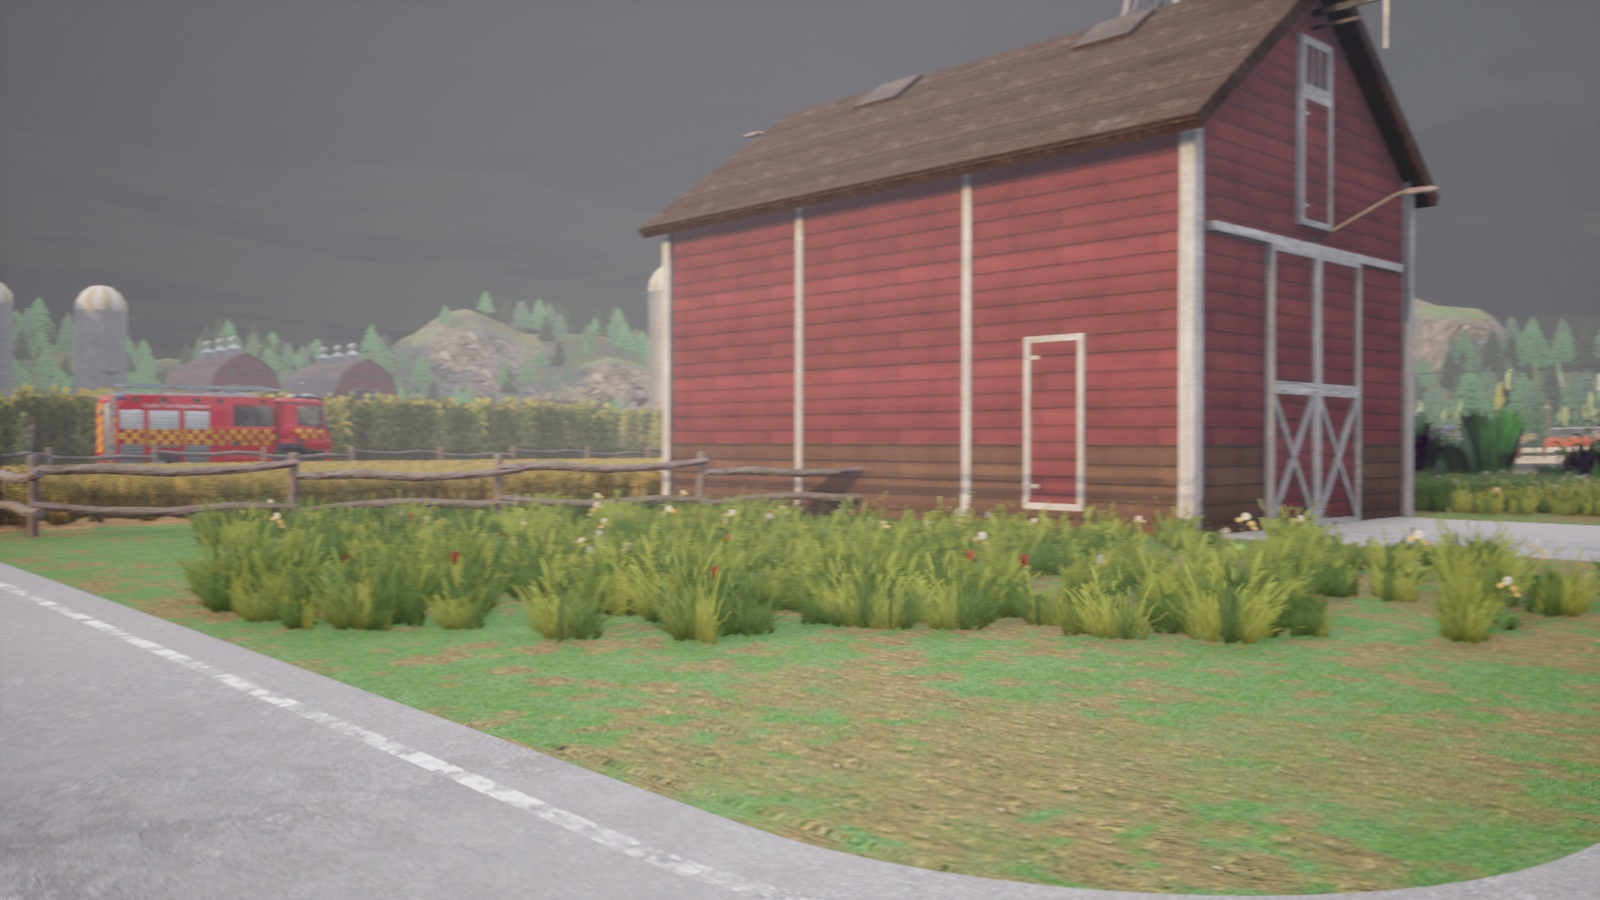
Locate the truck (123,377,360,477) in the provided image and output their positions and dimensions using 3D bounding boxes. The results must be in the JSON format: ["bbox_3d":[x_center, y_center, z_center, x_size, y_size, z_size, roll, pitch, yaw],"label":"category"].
[{"bbox_3d":[-22.927,-0.873,51.895,8.468,3.827,2.891,0,1,-42],"label":"truck"}]
